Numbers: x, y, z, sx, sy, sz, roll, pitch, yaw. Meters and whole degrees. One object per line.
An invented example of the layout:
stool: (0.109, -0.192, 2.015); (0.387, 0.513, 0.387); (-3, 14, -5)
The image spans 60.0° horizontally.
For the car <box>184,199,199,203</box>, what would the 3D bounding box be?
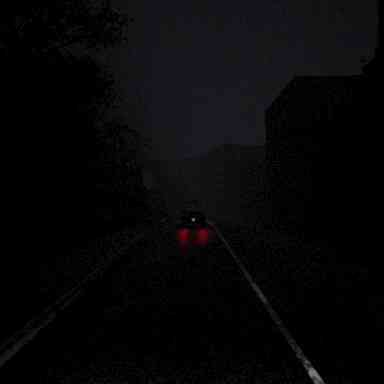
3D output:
car: (-0.172, 1.952, 43.005); (2.150, 2.045, 5.566); (0, -1, -4)

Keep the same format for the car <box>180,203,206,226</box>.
car: (0.105, 1.753, 25.026); (1.812, 1.442, 4.674); (0, -1, 0)
